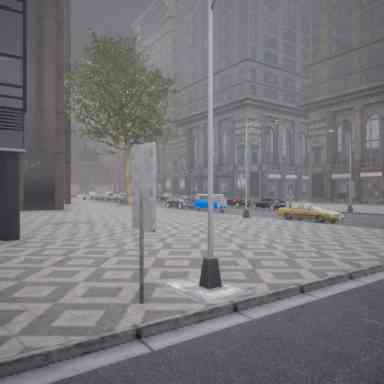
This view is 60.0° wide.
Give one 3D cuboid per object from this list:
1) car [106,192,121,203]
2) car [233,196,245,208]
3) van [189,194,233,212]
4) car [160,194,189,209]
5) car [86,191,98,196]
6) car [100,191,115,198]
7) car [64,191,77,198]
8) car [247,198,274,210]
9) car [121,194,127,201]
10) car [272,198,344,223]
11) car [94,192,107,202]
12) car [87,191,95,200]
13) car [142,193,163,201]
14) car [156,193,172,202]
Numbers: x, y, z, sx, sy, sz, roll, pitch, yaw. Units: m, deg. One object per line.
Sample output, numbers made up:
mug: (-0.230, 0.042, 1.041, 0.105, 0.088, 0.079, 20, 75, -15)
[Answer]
car: (-11.079, 0.990, 51.554, 2.008, 1.369, 4.403, 1, 0, -35)
car: (5.566, 1.221, 42.640, 1.887, 1.381, 4.507, 1, 0, -35)
van: (1.809, 1.089, 33.142, 1.690, 1.788, 3.998, 1, 0, -35)
car: (-1.415, 1.228, 37.745, 2.008, 1.369, 4.403, 1, 0, -35)
car: (-26.647, 0.469, 88.658, 1.802, 1.307, 4.206, 1, 0, -35)
car: (-20.204, 0.585, 79.455, 1.887, 1.381, 4.507, 1, 0, -35)
car: (-27.184, 0.481, 74.563, 1.967, 1.590, 4.097, 1, 0, -35)
car: (8.786, 1.312, 38.038, 1.947, 1.339, 4.313, 1, 0, -35)
car: (-7.761, 1.049, 46.813, 1.752, 1.417, 4.829, 1, 0, -35)
car: (8.348, 1.396, 23.794, 1.752, 1.417, 4.829, 1, 0, -35)
car: (-14.301, 0.909, 56.156, 2.008, 1.369, 4.403, 1, 0, -35)
car: (-17.522, 0.828, 60.758, 2.008, 1.369, 4.403, 1, 0, -35)
car: (-7.321, 0.907, 61.050, 2.008, 1.369, 4.403, 1, 0, -35)
car: (-4.097, 0.878, 56.448, 1.967, 1.590, 4.097, 1, 0, -35)
